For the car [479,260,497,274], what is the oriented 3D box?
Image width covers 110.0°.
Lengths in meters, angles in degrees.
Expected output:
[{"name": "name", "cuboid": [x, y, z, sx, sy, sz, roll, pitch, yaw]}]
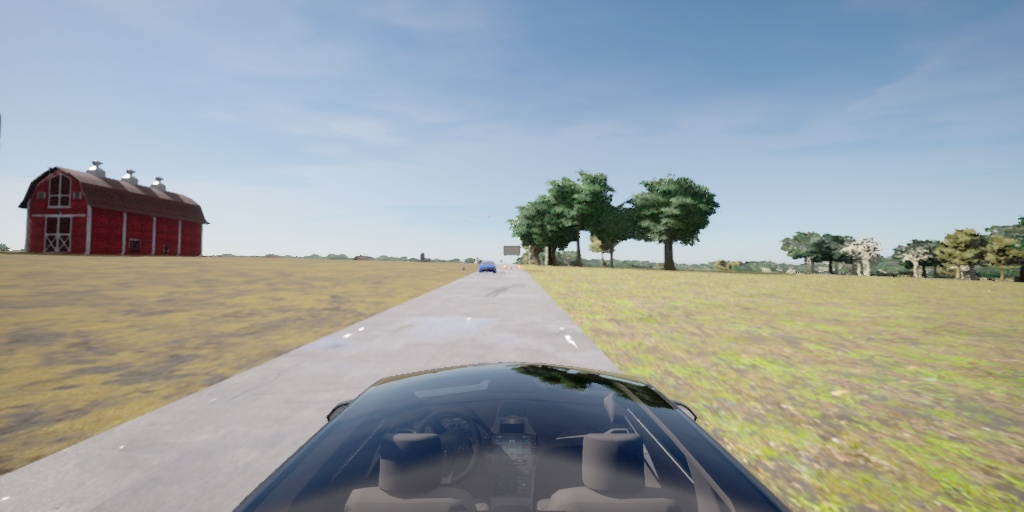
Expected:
[{"name": "car", "cuboid": [-2.826, 1.288, 42.332, 1.882, 1.535, 5.008, 0, 0, 0]}]

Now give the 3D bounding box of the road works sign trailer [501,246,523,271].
[{"name": "road works sign trailer", "cuboid": [-0.012, 0.293, 49.316, 2.380, 3.560, 2.880, 0, 0, 0]}]
